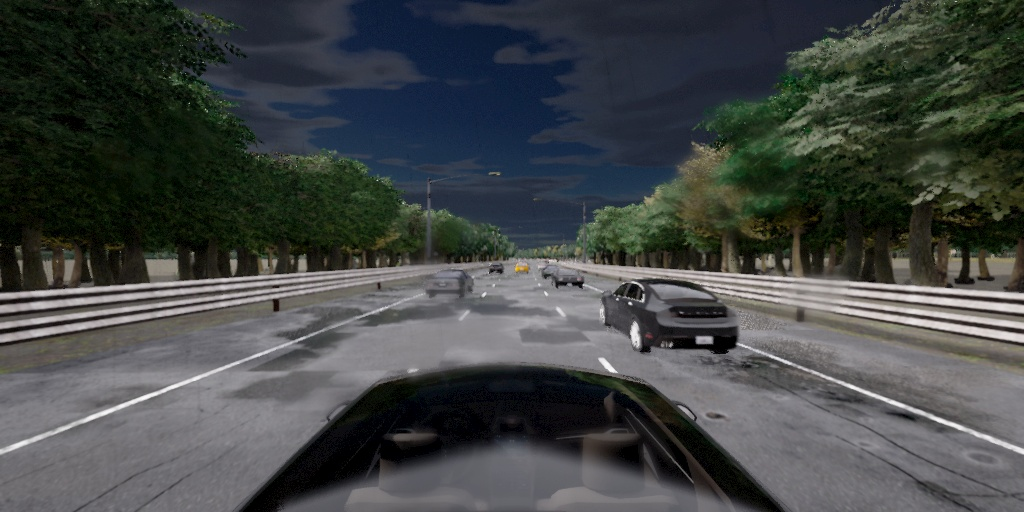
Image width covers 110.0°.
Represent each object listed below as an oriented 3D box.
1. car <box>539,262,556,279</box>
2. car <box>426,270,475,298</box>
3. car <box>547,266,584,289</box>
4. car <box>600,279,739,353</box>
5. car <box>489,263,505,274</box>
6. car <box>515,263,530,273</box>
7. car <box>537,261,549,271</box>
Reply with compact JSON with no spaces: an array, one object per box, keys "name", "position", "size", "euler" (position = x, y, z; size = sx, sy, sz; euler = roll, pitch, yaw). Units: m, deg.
[{"name":"car","position":[4.249,1.689,38.707],"size":[1.994,1.385,4.181],"euler":[0,-1,2]},{"name":"car","position":[-3.251,1.455,19.657],"size":[2.033,1.411,5.357],"euler":[0,-1,1]},{"name":"car","position":[3.820,1.573,25.521],"size":[1.895,1.301,4.718],"euler":[0,-1,1]},{"name":"car","position":[3.545,1.315,8.986],"size":[1.837,1.490,4.892],"euler":[0,-1,1]},{"name":"car","position":[-2.117,1.756,50.961],"size":[1.837,1.490,4.892],"euler":[0,-1,3]},{"name":"car","position":[1.518,1.759,53.309],"size":[1.882,1.535,5.008],"euler":[0,-1,3]},{"name":"car","position":[5.384,1.970,61.494],"size":[1.895,1.301,4.718],"euler":[0,-1,4]}]
